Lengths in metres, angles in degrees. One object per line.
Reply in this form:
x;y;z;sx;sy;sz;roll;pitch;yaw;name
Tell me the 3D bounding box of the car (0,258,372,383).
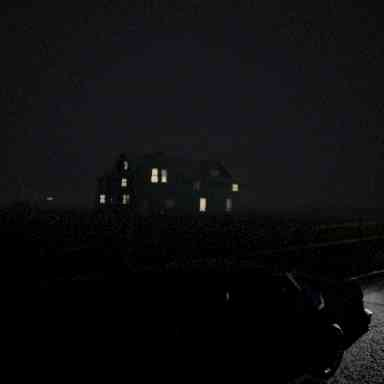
0.137;1.612;4.085;5.357;1.411;2.033;1;-1;-36;car
